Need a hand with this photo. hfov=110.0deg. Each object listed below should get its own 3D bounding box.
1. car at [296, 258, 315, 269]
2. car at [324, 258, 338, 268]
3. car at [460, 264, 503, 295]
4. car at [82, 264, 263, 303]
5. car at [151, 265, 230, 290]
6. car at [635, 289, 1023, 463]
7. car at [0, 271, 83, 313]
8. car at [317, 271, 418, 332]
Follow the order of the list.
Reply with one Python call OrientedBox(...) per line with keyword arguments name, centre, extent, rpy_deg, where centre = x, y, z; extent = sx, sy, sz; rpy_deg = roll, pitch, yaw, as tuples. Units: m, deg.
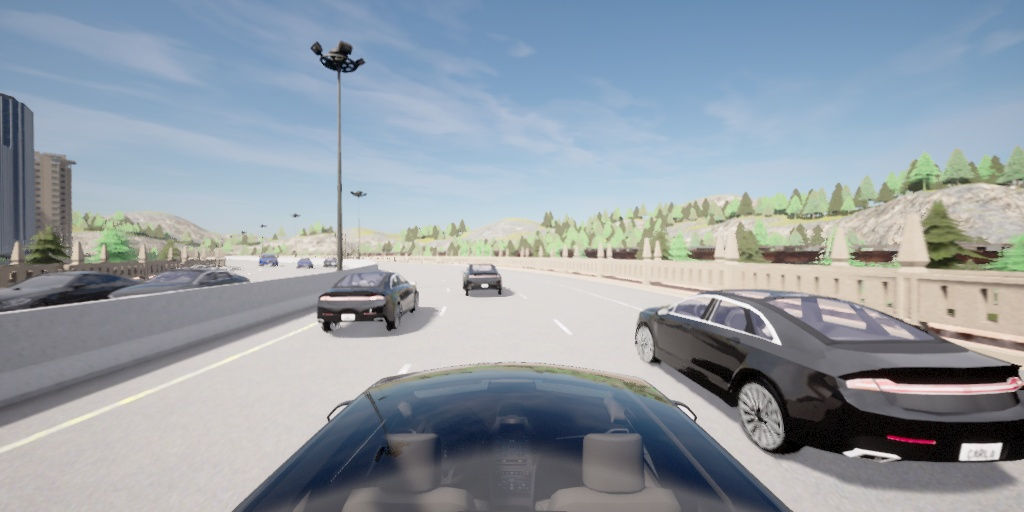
OrientedBox(name="car", centre=(-29.124, 1.077, 50.499), extent=(1.812, 1.442, 4.674), rpy_deg=(0, 0, -33))
OrientedBox(name="car", centre=(-26.905, 1.016, 53.506), extent=(2.128, 1.511, 4.902), rpy_deg=(0, 1, -33))
OrientedBox(name="car", centre=(-1.640, 1.142, 18.874), extent=(2.128, 1.511, 4.902), rpy_deg=(0, 0, -9))
OrientedBox(name="car", centre=(-11.521, 1.214, 12.848), extent=(2.128, 1.511, 4.902), rpy_deg=(0, 0, -8))
OrientedBox(name="car", centre=(-20.670, 1.291, 23.341), extent=(1.895, 1.301, 4.718), rpy_deg=(0, 0, -15))
OrientedBox(name="car", centre=(3.358, 1.209, 5.055), extent=(2.128, 1.511, 4.902), rpy_deg=(0, 0, -2))
OrientedBox(name="car", centre=(-14.905, 1.265, 12.000), extent=(1.812, 1.442, 4.674), rpy_deg=(0, 0, -8))
OrientedBox(name="car", centre=(-4.044, 1.200, 10.751), extent=(2.128, 1.511, 4.902), rpy_deg=(0, 0, -6))
